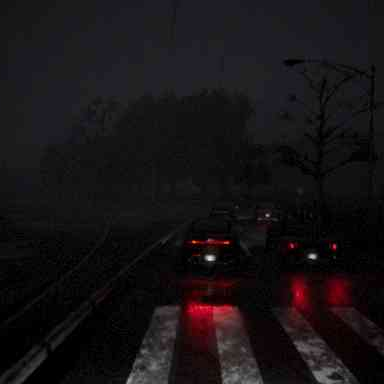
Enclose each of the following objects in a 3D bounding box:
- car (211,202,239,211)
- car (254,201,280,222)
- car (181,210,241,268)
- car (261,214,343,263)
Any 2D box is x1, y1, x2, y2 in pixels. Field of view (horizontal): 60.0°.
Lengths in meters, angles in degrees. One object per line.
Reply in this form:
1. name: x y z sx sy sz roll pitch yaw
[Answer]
1. car: 2.456 1.514 25.493 1.837 1.490 4.892 0 2 10
2. car: 5.941 1.478 26.374 1.882 1.535 5.008 0 2 11
3. car: 0.692 1.634 11.883 1.837 1.490 4.892 0 0 4
4. car: 4.003 1.748 12.718 1.895 1.301 4.718 0 0 5
